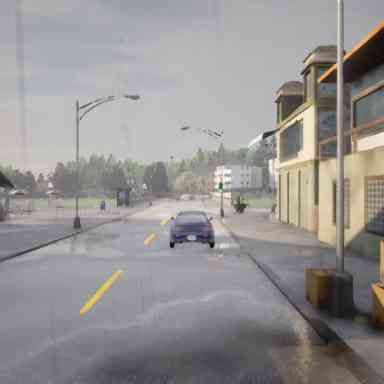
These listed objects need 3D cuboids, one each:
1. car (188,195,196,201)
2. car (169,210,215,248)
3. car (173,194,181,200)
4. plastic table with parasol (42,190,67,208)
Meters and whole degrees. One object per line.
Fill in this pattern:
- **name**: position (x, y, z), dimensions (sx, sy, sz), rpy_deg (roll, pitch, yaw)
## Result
- **car**: position (0.000, 1.432, 81.518), dimensions (2.033, 1.411, 5.357), rpy_deg (0, 0, 0)
- **car**: position (0.000, 1.531, 14.650), dimensions (1.812, 1.442, 4.674), rpy_deg (0, 0, 0)
- **car**: position (-4.000, 1.277, 88.153), dimensions (2.097, 1.767, 4.553), rpy_deg (0, 0, 0)
- **plastic table with parasol**: position (-19.169, 0.923, 46.393), dimensions (2.482, 2.480, 2.482), rpy_deg (0, 0, 0)
